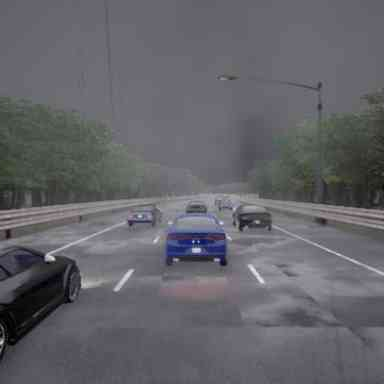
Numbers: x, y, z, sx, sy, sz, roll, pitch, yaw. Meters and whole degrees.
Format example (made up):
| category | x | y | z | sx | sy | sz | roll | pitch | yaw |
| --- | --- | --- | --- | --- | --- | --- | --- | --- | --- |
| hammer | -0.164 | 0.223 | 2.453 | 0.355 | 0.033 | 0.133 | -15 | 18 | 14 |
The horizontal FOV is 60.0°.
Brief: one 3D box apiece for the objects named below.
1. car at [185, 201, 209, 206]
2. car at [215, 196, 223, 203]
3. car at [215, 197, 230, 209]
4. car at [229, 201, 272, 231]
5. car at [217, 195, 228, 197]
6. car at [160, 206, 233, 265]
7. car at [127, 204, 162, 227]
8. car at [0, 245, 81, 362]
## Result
| category | x | y | z | sx | sy | sz | roll | pitch | yaw |
| --- | --- | --- | --- | --- | --- | --- | --- | --- | --- |
| car | 0.462 | 1.553 | 30.028 | 1.837 | 1.490 | 4.892 | 0 | 0 | 1 |
| car | 6.469 | 1.850 | 80.431 | 1.882 | 1.535 | 5.008 | 0 | 0 | 5 |
| car | 4.273 | 1.651 | 42.785 | 2.033 | 1.411 | 5.357 | 0 | 0 | 2 |
| car | 3.657 | 1.501 | 20.866 | 1.882 | 1.535 | 5.008 | 0 | 0 | 1 |
| car | 5.141 | 1.747 | 60.608 | 1.812 | 1.442 | 4.674 | 0 | 0 | 3 |
| car | 0.145 | 1.485 | 11.804 | 1.882 | 1.535 | 5.008 | 0 | 0 | 0 |
| car | -3.199 | 1.575 | 23.283 | 2.033 | 1.411 | 5.357 | 0 | 0 | 1 |
| car | -3.389 | 1.565 | 5.533 | 1.994 | 1.385 | 4.181 | 0 | 0 | 0 |
